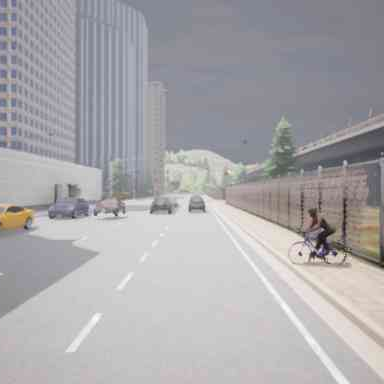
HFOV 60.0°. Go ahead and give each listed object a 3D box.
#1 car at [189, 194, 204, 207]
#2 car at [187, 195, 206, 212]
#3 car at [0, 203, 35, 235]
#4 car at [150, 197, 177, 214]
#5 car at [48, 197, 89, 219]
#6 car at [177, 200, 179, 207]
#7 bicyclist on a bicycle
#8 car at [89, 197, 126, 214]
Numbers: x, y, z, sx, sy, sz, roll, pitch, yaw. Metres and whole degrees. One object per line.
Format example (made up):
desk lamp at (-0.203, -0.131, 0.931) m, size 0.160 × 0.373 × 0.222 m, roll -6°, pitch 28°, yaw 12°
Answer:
car at (0.670, 1.244, 48.399) m, size 2.097 × 1.767 × 4.553 m, roll 0°, pitch 0°, yaw 1°
car at (0.537, 1.410, 37.003) m, size 2.128 × 1.511 × 4.902 m, roll 0°, pitch 0°, yaw 1°
car at (-10.393, 1.405, 17.914) m, size 1.882 × 1.535 × 5.008 m, roll 0°, pitch 0°, yaw 0°
car at (-3.039, 1.264, 34.580) m, size 2.097 × 1.767 × 4.553 m, roll 0°, pitch 0°, yaw 1°
car at (-10.253, 1.257, 27.997) m, size 2.097 × 1.767 × 4.553 m, roll 0°, pitch 0°, yaw 1°
car at (-2.913, 1.486, 46.786) m, size 1.895 × 1.301 × 4.718 m, roll 0°, pitch 0°, yaw 1°
bicyclist on a bicycle at (3.532, 1.290, 9.370) m, size 1.656 × 1.620 × 0.582 m, roll 1°, pitch 0°, yaw 1°
car at (-6.680, 1.159, 27.495) m, size 1.812 × 1.442 × 4.674 m, roll 0°, pitch 0°, yaw 1°
